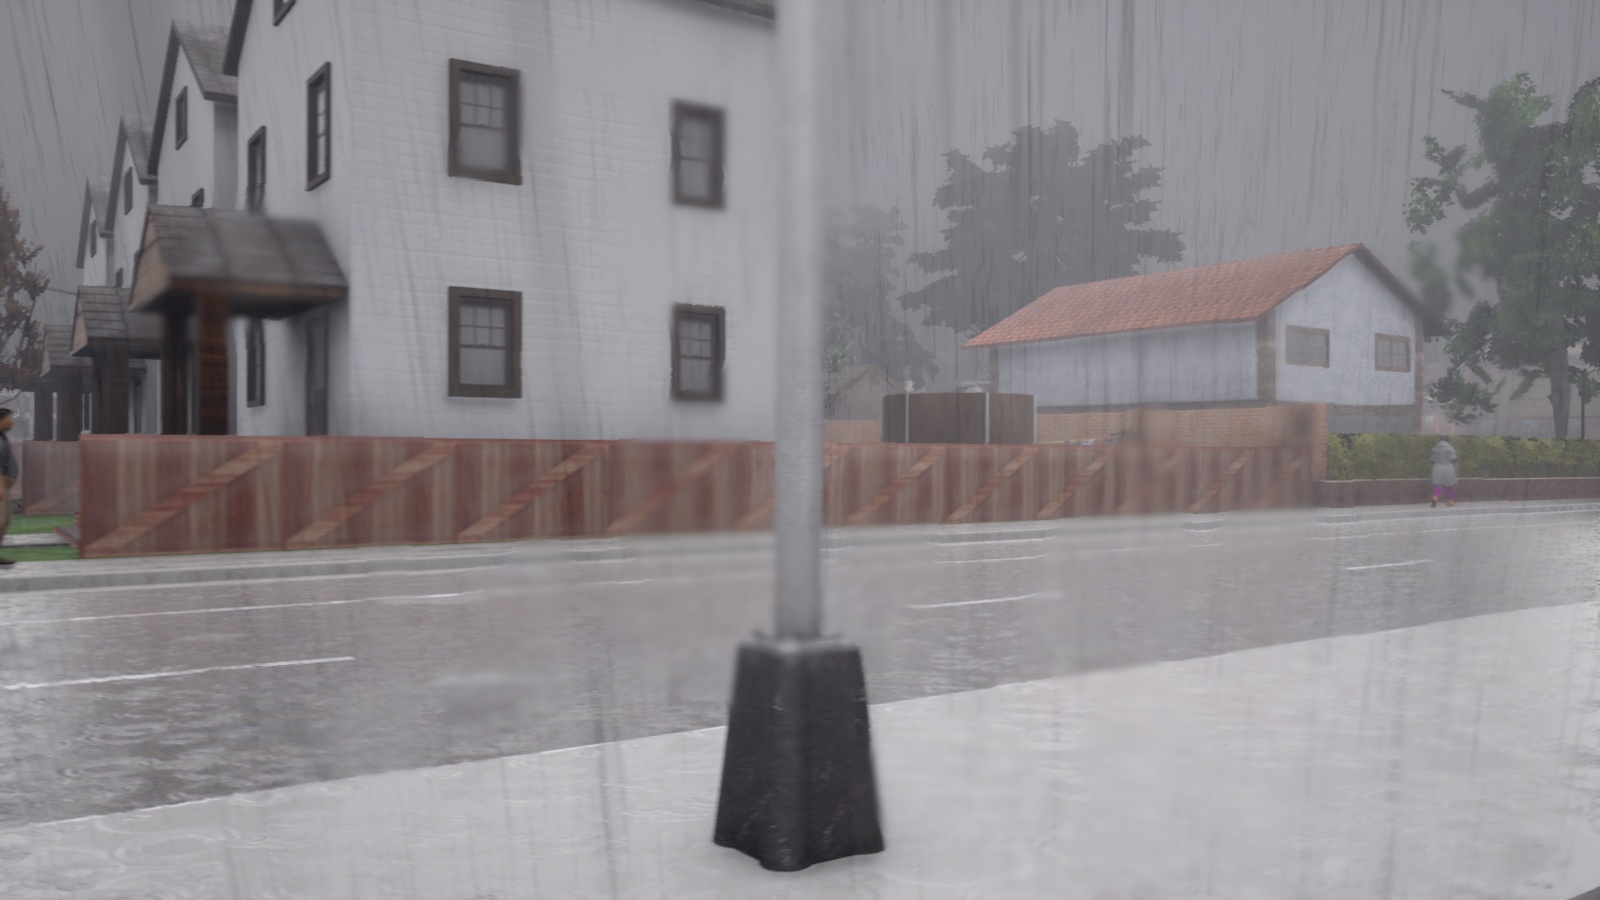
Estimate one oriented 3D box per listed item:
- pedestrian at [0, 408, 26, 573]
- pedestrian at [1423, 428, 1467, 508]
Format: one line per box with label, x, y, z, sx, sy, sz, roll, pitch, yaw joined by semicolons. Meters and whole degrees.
pedestrian;-9.225;0.454;14.272;0.694;1.848;0.540;0;0;-27
pedestrian;16.101;0.443;31.342;0.873;1.952;0.659;0;0;-36
